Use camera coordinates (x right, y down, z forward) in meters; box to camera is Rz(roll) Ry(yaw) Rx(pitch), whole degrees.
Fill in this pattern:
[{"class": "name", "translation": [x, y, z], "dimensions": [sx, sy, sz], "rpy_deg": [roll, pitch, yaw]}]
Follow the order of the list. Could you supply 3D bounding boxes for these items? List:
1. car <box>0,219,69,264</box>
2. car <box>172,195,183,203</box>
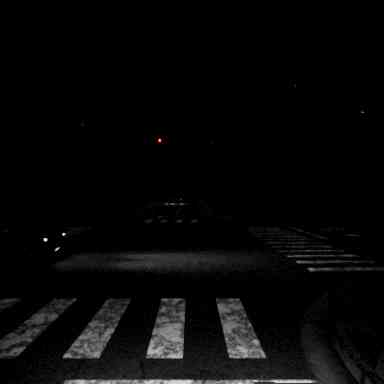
[{"class": "car", "translation": [-6.637, 1.552, 10.910], "dimensions": [4.718, 1.301, 1.895], "rpy_deg": [0, -1, 0]}, {"class": "car", "translation": [-2.991, 1.469, 69.273], "dimensions": [2.097, 1.767, 4.553], "rpy_deg": [0, 0, 0]}]
